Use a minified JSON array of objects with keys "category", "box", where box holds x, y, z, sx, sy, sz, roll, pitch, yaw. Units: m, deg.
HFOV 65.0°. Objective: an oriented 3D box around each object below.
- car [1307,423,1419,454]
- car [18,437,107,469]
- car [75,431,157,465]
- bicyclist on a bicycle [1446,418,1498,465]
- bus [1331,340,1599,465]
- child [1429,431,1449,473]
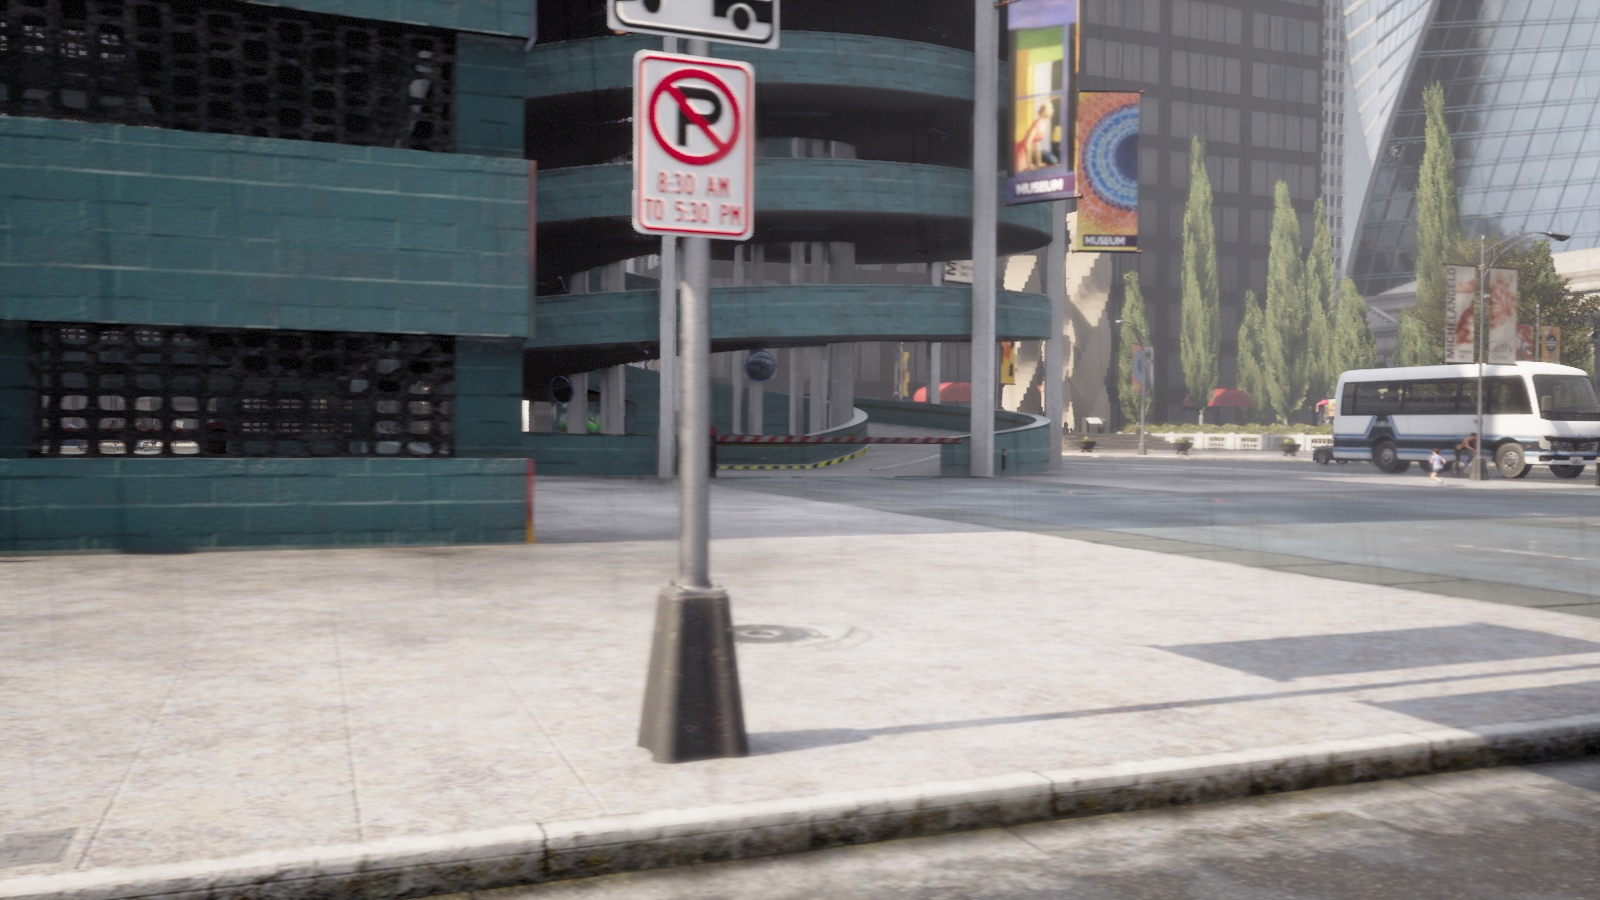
[{"category":"car","box":[27.099,-0.547,60.633,1.812,1.442,4.674,-1,1,-34]},{"category":"car","box":[-37.806,0.153,64.454,3.705,1.549,1.789,-1,1,-22]},{"category":"car","box":[-38.937,-0.136,71.547,3.866,1.878,1.905,-1,1,-21]},{"category":"bicyclist on a bicycle","box":[23.604,-0.295,44.131,0.582,1.620,1.656,-1,1,-20]},{"category":"bus","box":[25.784,-1.723,48.233,3.944,4.253,10.273,-1,1,-20]},{"category":"child","box":[17.145,0.046,33.703,0.255,1.110,0.394,-1,1,-23]}]
